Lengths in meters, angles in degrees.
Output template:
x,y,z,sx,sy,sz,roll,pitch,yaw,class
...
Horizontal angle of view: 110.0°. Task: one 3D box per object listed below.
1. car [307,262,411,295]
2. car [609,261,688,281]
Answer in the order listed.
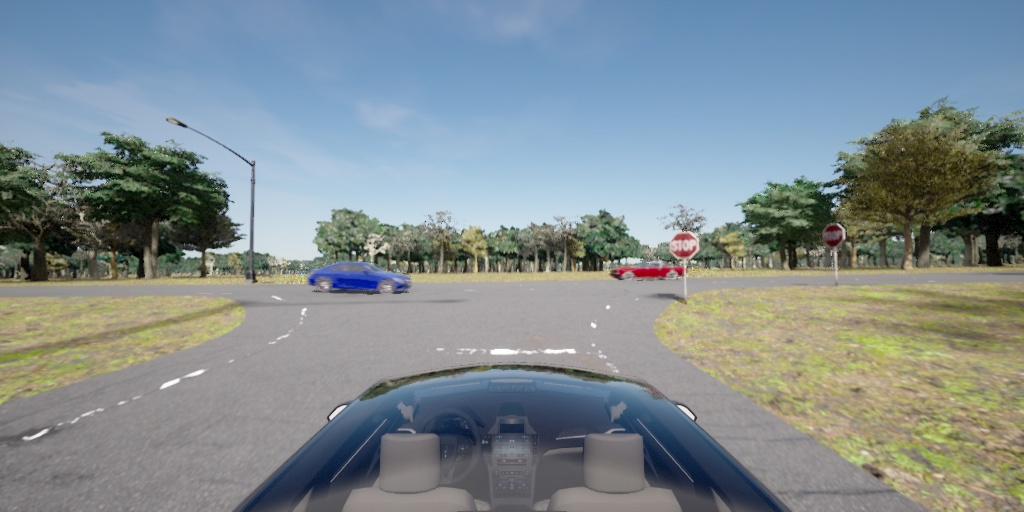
x,y,z,sx,sy,sz,roll,pitch,yaw,class
-7.178,1.022,17.032,4.674,1.442,1.812,2,-1,0,car
9.076,1.021,24.202,4.718,1.301,1.895,-1,-2,-1,car
